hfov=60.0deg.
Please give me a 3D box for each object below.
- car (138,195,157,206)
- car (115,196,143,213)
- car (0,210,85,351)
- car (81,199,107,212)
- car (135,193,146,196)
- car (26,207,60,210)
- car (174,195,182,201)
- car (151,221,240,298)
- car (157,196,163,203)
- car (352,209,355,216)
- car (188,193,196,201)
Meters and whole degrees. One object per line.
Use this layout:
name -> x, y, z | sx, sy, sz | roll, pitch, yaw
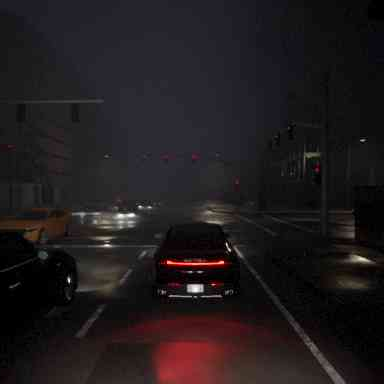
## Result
car -> -7.436, 1.606, 54.254 | 1.895, 1.301, 4.718 | 0, 0, 1
car -> -7.186, 1.502, 37.634 | 2.128, 1.511, 4.902 | 0, 0, -4
car -> -3.445, 1.353, 5.152 | 2.097, 1.767, 4.553 | 0, 0, 0
car -> -11.284, 1.532, 38.718 | 1.812, 1.442, 4.674 | 0, 0, 4
car -> -10.685, 1.232, 69.083 | 2.150, 2.045, 5.566 | 0, 0, 1
car -> -7.146, 1.490, 15.528 | 1.882, 1.535, 5.008 | 0, 0, 0
car -> -3.516, 1.561, 84.268 | 1.994, 1.385, 4.181 | 0, 0, 1
car -> 0.081, 1.506, 8.475 | 1.837, 1.490, 4.892 | 0, 0, 0
car -> -7.175, 1.546, 69.923 | 2.033, 1.411, 5.357 | 0, 0, 1
car -> 15.972, 1.659, 27.701 | 4.718, 1.301, 1.895 | 0, 0, 0
car -> -0.014, 1.234, 84.493 | 2.150, 2.045, 5.566 | 0, 0, 1
